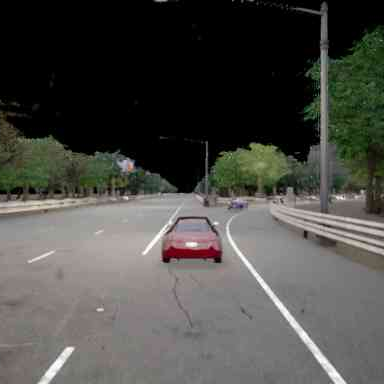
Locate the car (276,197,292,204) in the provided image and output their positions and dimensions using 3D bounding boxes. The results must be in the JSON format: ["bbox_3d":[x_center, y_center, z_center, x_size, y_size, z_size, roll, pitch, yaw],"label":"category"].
[{"bbox_3d":[17.358,1.649,63.469,1.895,1.301,4.718,0,0,38],"label":"car"}]

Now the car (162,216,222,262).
[{"bbox_3d":[0.044,1.582,12.201,1.994,1.385,4.181,0,0,1],"label":"car"}]

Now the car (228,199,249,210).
[{"bbox_3d":[6.108,1.585,43.372,1.812,1.442,4.674,0,0,21],"label":"car"}]
